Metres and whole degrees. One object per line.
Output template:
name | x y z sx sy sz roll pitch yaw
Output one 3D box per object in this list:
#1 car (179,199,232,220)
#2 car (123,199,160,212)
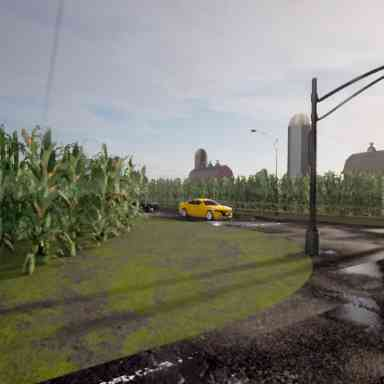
car | 0.999 1.289 25.990 1.882 1.535 5.008 2 0 -38
car | -5.189 1.333 33.923 1.895 1.301 4.718 2 -1 -38
